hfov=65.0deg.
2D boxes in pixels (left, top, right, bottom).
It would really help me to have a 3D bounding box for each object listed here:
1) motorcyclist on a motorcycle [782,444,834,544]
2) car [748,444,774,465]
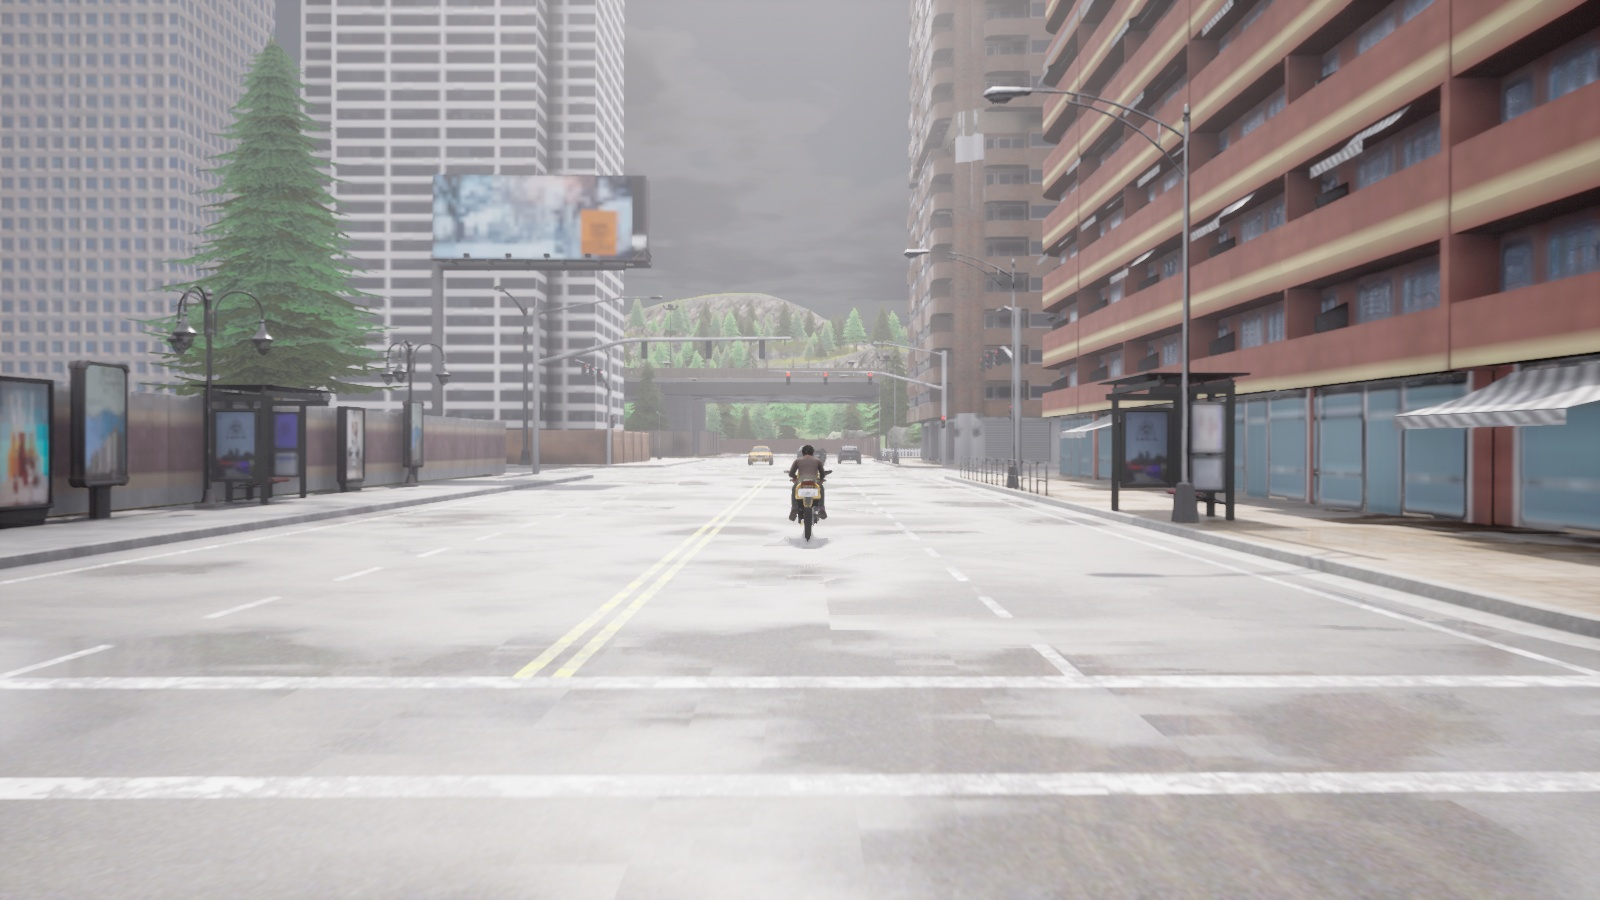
[{"bbox_3d":[0.127,0.674,20.364,0.797,1.523,2.044,0,0,0],"label":"motorcyclist on a motorcycle"},{"bbox_3d":[-2.971,0.332,95.902,1.801,1.575,5.366,0,0,0],"label":"car"}]
